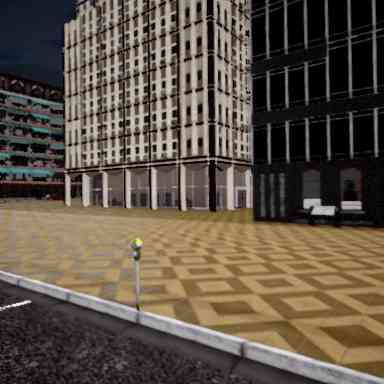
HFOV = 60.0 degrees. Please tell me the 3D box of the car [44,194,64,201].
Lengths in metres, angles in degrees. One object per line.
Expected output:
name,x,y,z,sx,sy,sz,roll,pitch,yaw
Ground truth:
car,-29.278,1.112,71.235,1.967,1.590,4.097,-1,0,36
